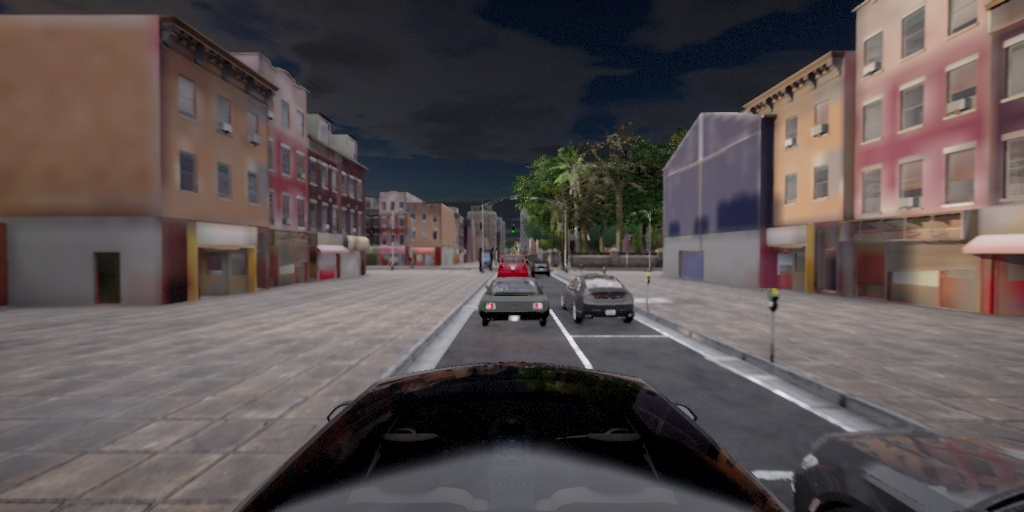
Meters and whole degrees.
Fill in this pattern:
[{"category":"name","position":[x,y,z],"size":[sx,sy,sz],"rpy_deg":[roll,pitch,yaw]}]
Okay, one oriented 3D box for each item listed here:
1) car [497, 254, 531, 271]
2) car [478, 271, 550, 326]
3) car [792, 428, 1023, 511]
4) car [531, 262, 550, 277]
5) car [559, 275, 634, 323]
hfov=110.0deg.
[{"category":"car","position":[0.075,0.899,27.120],"size":[2.150,2.045,5.566],"rpy_deg":[0,0,0]},{"category":"car","position":[0.074,1.315,11.454],"size":[1.895,1.301,4.718],"rpy_deg":[0,0,0]},{"category":"car","position":[2.637,1.305,0.508],"size":[2.007,1.370,4.403],"rpy_deg":[0,0,0]},{"category":"car","position":[2.638,1.232,34.238],"size":[1.948,1.339,4.313],"rpy_deg":[0,0,0]},{"category":"car","position":[2.637,1.265,11.752],"size":[2.007,1.370,4.403],"rpy_deg":[0,0,0]}]
